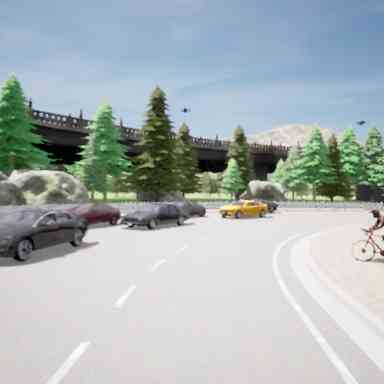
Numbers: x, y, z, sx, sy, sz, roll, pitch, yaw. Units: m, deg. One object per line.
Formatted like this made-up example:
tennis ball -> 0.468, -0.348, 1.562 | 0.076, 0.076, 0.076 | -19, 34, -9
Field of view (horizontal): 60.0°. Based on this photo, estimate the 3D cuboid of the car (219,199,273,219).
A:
car -> 4.543, 1.470, 29.058 | 5.008, 1.535, 1.882 | 1, 0, -39

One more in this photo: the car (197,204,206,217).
car -> -0.707, 1.480, 28.638 | 1.994, 1.385, 4.181 | 1, 0, 45

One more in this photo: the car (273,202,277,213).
car -> 6.812, 1.503, 35.092 | 4.902, 1.511, 2.128 | 1, 0, -32

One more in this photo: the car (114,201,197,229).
car -> -2.131, 1.462, 21.098 | 2.033, 1.411, 5.357 | 1, 0, 32

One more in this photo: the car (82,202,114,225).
car -> -6.293, 1.380, 20.455 | 1.812, 1.442, 4.674 | 1, 0, 28

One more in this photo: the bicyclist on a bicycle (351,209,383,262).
bicyclist on a bicycle -> 5.755, 1.359, 10.138 | 1.656, 1.620, 0.582 | 1, 0, 14

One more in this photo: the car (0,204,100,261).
car -> -5.642, 1.377, 11.932 | 2.128, 1.511, 4.902 | 1, 0, 15
